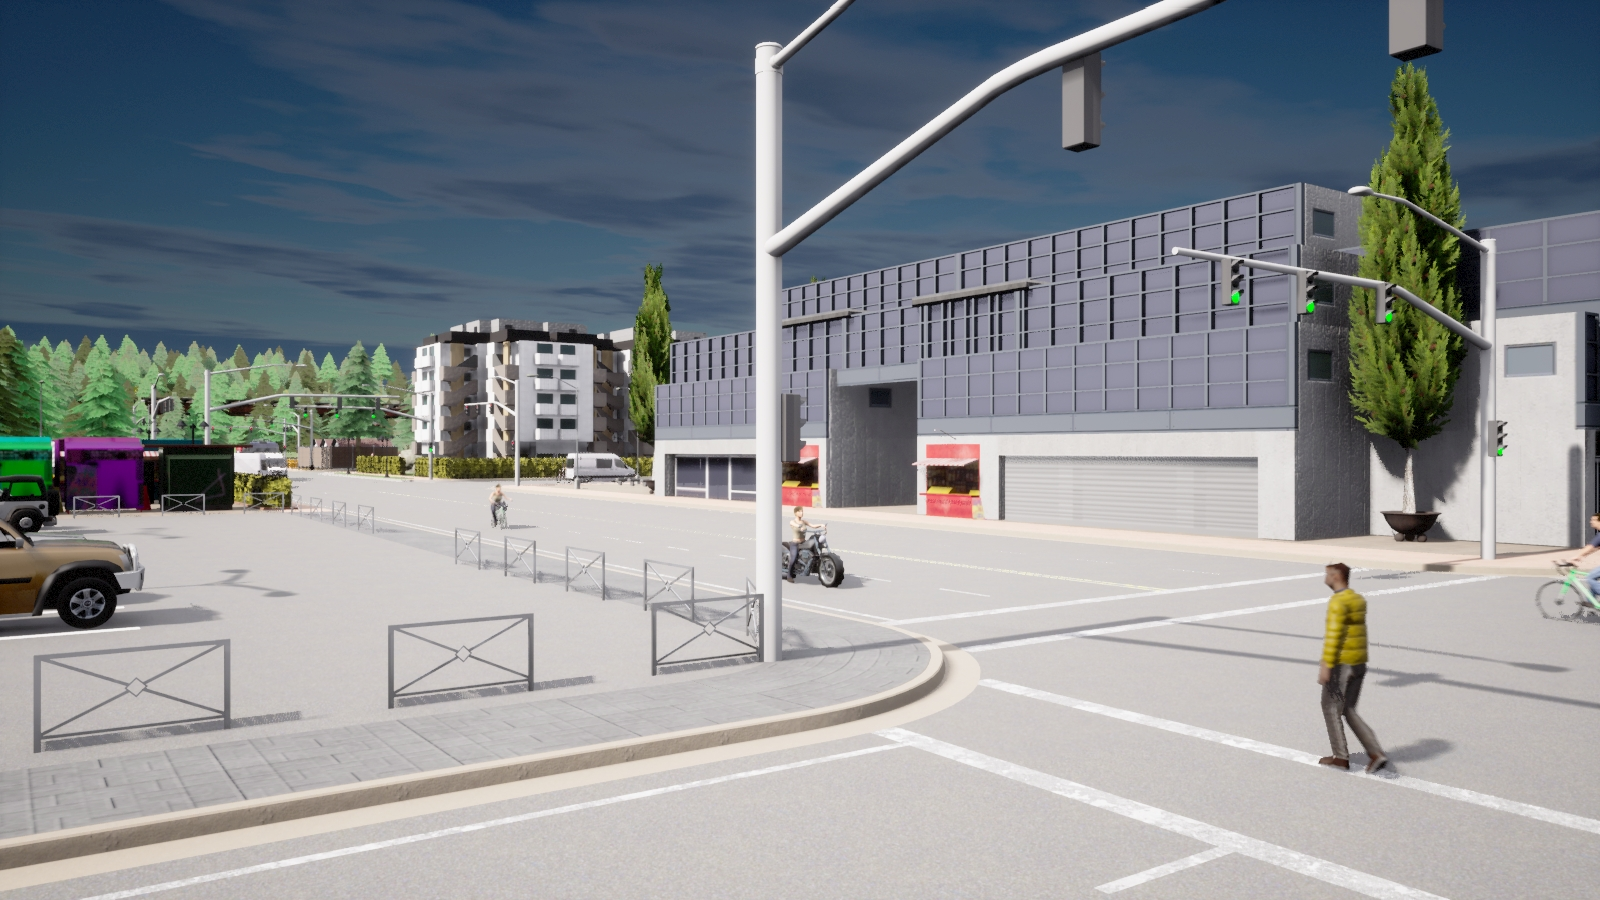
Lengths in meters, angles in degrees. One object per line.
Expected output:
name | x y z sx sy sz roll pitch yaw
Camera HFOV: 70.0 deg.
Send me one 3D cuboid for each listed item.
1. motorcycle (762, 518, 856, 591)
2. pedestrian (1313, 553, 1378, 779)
motorcycle | 0.165 2.155 23.900 0.764 1.307 2.356 0 0 -34
pedestrian | 4.728 1.849 9.908 0.375 1.860 0.375 0 0 -34
